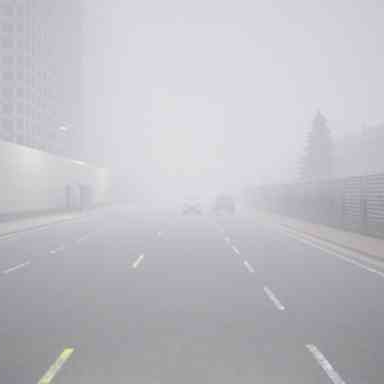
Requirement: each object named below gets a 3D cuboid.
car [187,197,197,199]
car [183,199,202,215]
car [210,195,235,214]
[{"bbox_3d":[-0.028,1.465,45.002,2.097,1.767,4.553,0,0,0],"label":"car"},{"bbox_3d":[0.033,1.689,35.114,1.895,1.301,4.718,0,0,0],"label":"car"},{"bbox_3d":[3.496,1.315,37.236,2.150,2.045,5.566,0,0,1],"label":"car"}]
